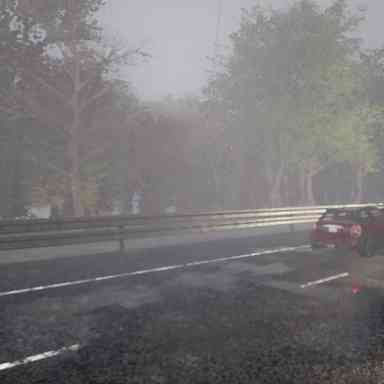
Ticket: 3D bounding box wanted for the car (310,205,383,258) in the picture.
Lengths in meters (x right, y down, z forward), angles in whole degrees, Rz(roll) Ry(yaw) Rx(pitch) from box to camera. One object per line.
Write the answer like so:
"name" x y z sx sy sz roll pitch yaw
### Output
"car" 6.663 1.338 12.910 4.553 1.767 2.097 0 0 -36
